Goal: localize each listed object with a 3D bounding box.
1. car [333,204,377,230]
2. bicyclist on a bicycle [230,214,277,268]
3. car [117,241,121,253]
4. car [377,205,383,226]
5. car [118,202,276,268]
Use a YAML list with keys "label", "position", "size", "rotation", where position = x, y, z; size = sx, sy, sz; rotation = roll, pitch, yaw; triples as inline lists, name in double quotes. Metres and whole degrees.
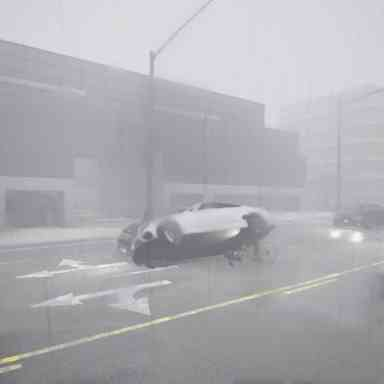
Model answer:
- label: "car"
  position: [10.283, 1.435, 19.890]
  size: [4.181, 1.385, 1.994]
  rotation: [-1, 0, -35]
- label: "bicyclist on a bicycle"
  position: [1.814, 1.471, 10.018]
  size: [1.656, 1.620, 0.582]
  rotation: [-9, 2, -20]
- label: "car"
  position: [-0.413, 1.347, 12.297]
  size: [4.553, 1.767, 2.097]
  rotation: [0, 0, -36]
- label: "car"
  position: [11.660, 1.373, 16.579]
  size: [4.902, 1.511, 2.128]
  rotation: [-1, 0, -35]
- label: "car"
  position: [0.385, 1.193, 10.235]
  size: [4.674, 1.442, 1.812]
  rotation: [-2, -35, -27]
